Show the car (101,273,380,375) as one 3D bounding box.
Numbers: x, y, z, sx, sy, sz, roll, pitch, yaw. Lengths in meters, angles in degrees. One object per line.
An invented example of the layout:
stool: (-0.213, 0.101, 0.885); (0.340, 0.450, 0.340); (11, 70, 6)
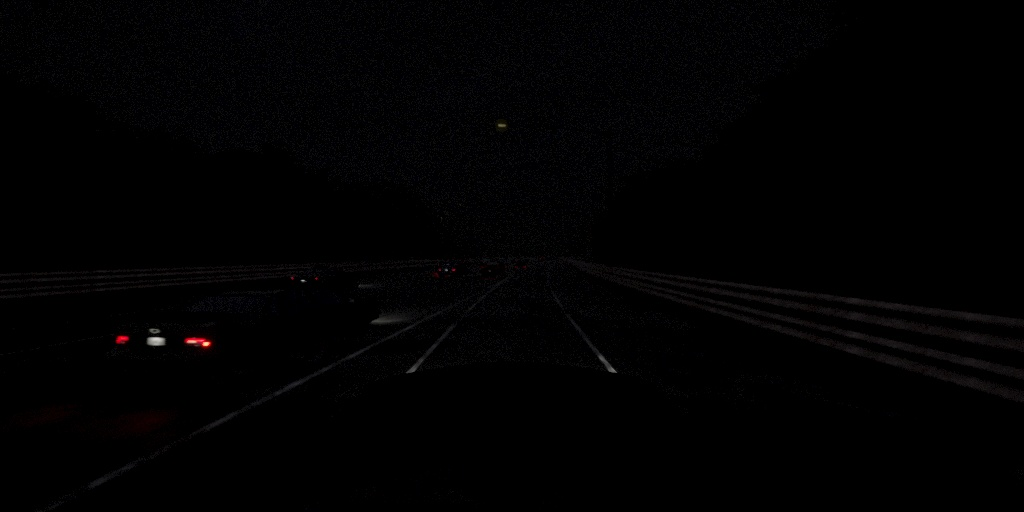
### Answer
car: (-4.883, 1.288, 7.698); (2.033, 1.411, 5.357); (0, 0, 6)

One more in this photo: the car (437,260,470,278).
car: (-5.464, 1.268, 33.916); (2.033, 1.411, 5.357); (0, 0, 6)

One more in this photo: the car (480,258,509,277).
car: (-1.763, 1.202, 35.523); (1.882, 1.535, 5.008); (0, 0, 6)

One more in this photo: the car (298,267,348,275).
car: (-10.506, 1.286, 20.395); (1.994, 1.385, 4.181); (0, 0, 6)
